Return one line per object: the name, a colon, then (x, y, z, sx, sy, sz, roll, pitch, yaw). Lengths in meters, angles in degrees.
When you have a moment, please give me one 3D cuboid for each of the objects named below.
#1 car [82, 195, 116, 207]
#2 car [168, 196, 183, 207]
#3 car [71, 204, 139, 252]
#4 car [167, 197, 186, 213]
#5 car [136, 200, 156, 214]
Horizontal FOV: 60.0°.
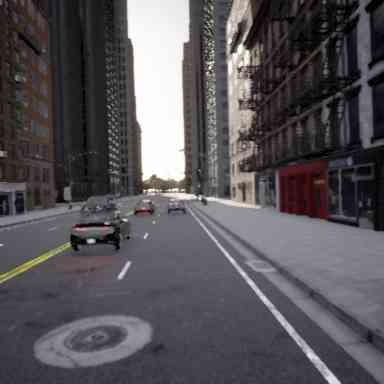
car: (-8.001, 1.338, 28.950, 2.150, 2.045, 5.566, -2, 0, -3)
car: (-2.439, 1.410, 48.704, 1.994, 1.385, 4.181, -2, 0, -3)
car: (-3.748, 1.541, 14.339, 2.128, 1.511, 4.902, -2, 0, -3)
car: (-1.616, 1.437, 34.946, 2.033, 1.411, 5.357, -2, 0, -3)
car: (-4.842, 1.555, 34.446, 1.994, 1.385, 4.181, -2, 0, -3)
